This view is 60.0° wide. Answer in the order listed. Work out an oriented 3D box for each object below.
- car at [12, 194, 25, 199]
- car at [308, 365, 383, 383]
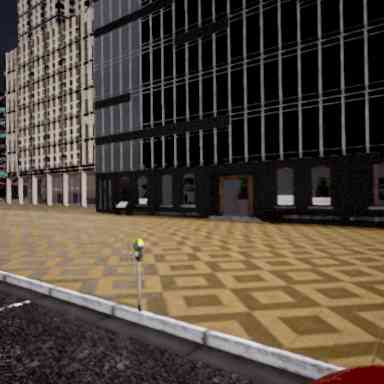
[{"bbox_3d":[-42.865,1.127,80.902,1.967,1.590,4.097,-1,0,36],"label":"car"},{"bbox_3d":[2.508,1.544,1.099,4.507,1.381,1.887,0,-1,36],"label":"car"}]
